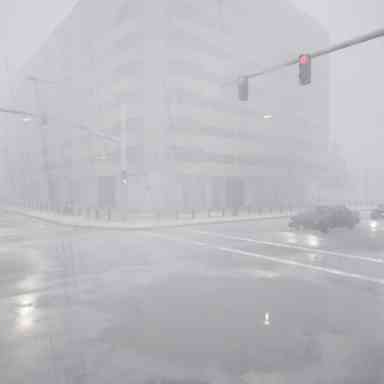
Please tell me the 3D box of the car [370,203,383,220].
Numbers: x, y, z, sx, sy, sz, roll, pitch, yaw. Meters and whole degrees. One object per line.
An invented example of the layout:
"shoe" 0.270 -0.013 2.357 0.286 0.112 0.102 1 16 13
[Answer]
"car" 15.451 1.456 25.575 4.181 1.385 1.994 0 1 -40

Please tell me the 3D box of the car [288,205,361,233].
"car" 7.816 1.462 19.240 5.357 1.411 2.033 0 1 -40
